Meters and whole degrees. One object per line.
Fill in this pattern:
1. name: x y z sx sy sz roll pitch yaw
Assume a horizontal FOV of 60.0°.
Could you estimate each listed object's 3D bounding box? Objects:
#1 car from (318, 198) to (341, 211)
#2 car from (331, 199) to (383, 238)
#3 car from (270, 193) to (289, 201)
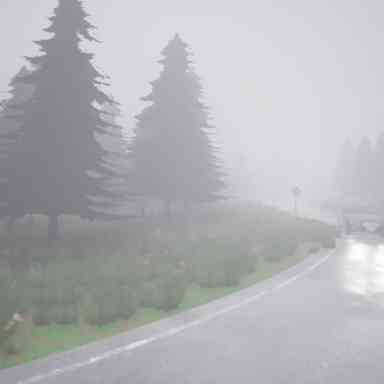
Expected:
1. car: 13.669 1.326 31.476 2.128 1.511 4.902 4 1 -3
2. car: 8.976 1.418 17.730 2.128 1.511 4.902 2 1 17
3. car: 15.807 0.884 60.057 1.895 1.301 4.718 1 0 35
